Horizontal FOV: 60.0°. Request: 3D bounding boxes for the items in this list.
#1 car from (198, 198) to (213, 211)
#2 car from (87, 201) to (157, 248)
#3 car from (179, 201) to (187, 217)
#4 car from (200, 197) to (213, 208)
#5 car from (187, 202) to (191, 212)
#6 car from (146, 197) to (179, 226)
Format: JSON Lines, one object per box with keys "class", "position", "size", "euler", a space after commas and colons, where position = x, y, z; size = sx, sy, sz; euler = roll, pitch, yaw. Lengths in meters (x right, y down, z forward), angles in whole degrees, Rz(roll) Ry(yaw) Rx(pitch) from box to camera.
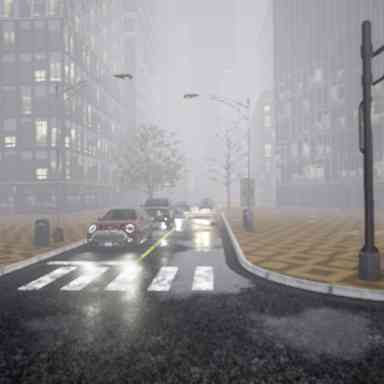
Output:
{"class": "car", "position": [1.871, 1.851, 46.179], "size": [1.812, 1.442, 4.674], "euler": [-1, 0, 4]}
{"class": "car", "position": [-3.211, 1.518, 15.594], "size": [2.097, 1.767, 4.553], "euler": [-1, 0, 4]}
{"class": "car", "position": [-1.918, 1.896, 35.432], "size": [1.895, 1.301, 4.718], "euler": [-1, 0, 4]}
{"class": "car", "position": [2.512, 1.750, 56.160], "size": [2.097, 1.767, 4.553], "euler": [-1, 0, 4]}
{"class": "car", "position": [-1.265, 1.924, 45.079], "size": [1.994, 1.385, 4.181], "euler": [-1, 0, 4]}
{"class": "car", "position": [-2.577, 1.450, 25.437], "size": [2.150, 2.045, 5.566], "euler": [-1, 0, 3]}
